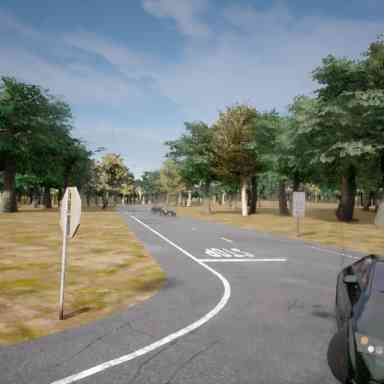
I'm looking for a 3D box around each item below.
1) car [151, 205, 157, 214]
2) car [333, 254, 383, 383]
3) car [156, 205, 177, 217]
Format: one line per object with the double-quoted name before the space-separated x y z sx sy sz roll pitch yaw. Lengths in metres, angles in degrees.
"car" -5.831 2.962 56.908 1.882 1.535 5.008 3 -2 -14
"car" 3.144 1.644 4.681 1.994 1.385 4.181 1 -1 22
"car" -3.553 2.851 48.067 1.895 1.301 4.718 3 -2 -14
